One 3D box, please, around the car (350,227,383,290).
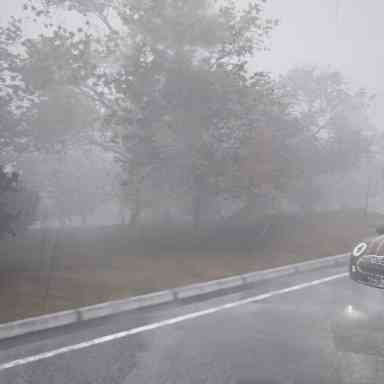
[{"bbox_3d":[5.886,1.320,8.178,4.553,1.767,2.097,0,0,-35],"label":"car"}]
